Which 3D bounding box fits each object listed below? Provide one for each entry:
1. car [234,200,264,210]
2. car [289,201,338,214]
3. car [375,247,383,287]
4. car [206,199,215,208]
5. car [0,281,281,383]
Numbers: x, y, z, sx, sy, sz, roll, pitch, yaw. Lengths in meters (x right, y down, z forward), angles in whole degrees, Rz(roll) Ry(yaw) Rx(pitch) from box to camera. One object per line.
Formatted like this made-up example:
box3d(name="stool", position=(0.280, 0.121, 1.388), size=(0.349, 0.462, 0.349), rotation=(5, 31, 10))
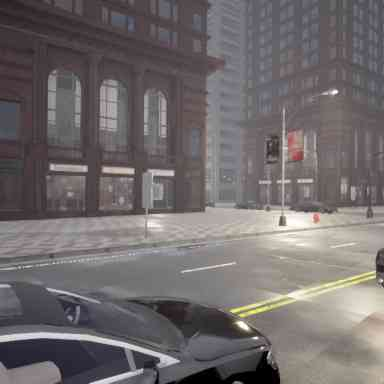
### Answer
box3d(name="car", position=(7.709, 1.787, 45.283), size=(1.994, 1.385, 4.181), rotation=(1, -1, -35))
box3d(name="car", position=(13.467, 1.725, 37.182), size=(2.033, 1.411, 5.357), rotation=(1, -1, -35))
box3d(name="car", position=(6.218, 1.516, 7.868), size=(4.892, 1.490, 1.837), rotation=(0, 0, -35))
box3d(name="car", position=(1.678, 1.748, 53.774), size=(1.882, 1.535, 5.008), rotation=(1, -1, -35))
box3d(name="car", position=(-1.396, 1.492, 2.444), size=(4.902, 1.511, 2.128), rotation=(0, 0, -36))
